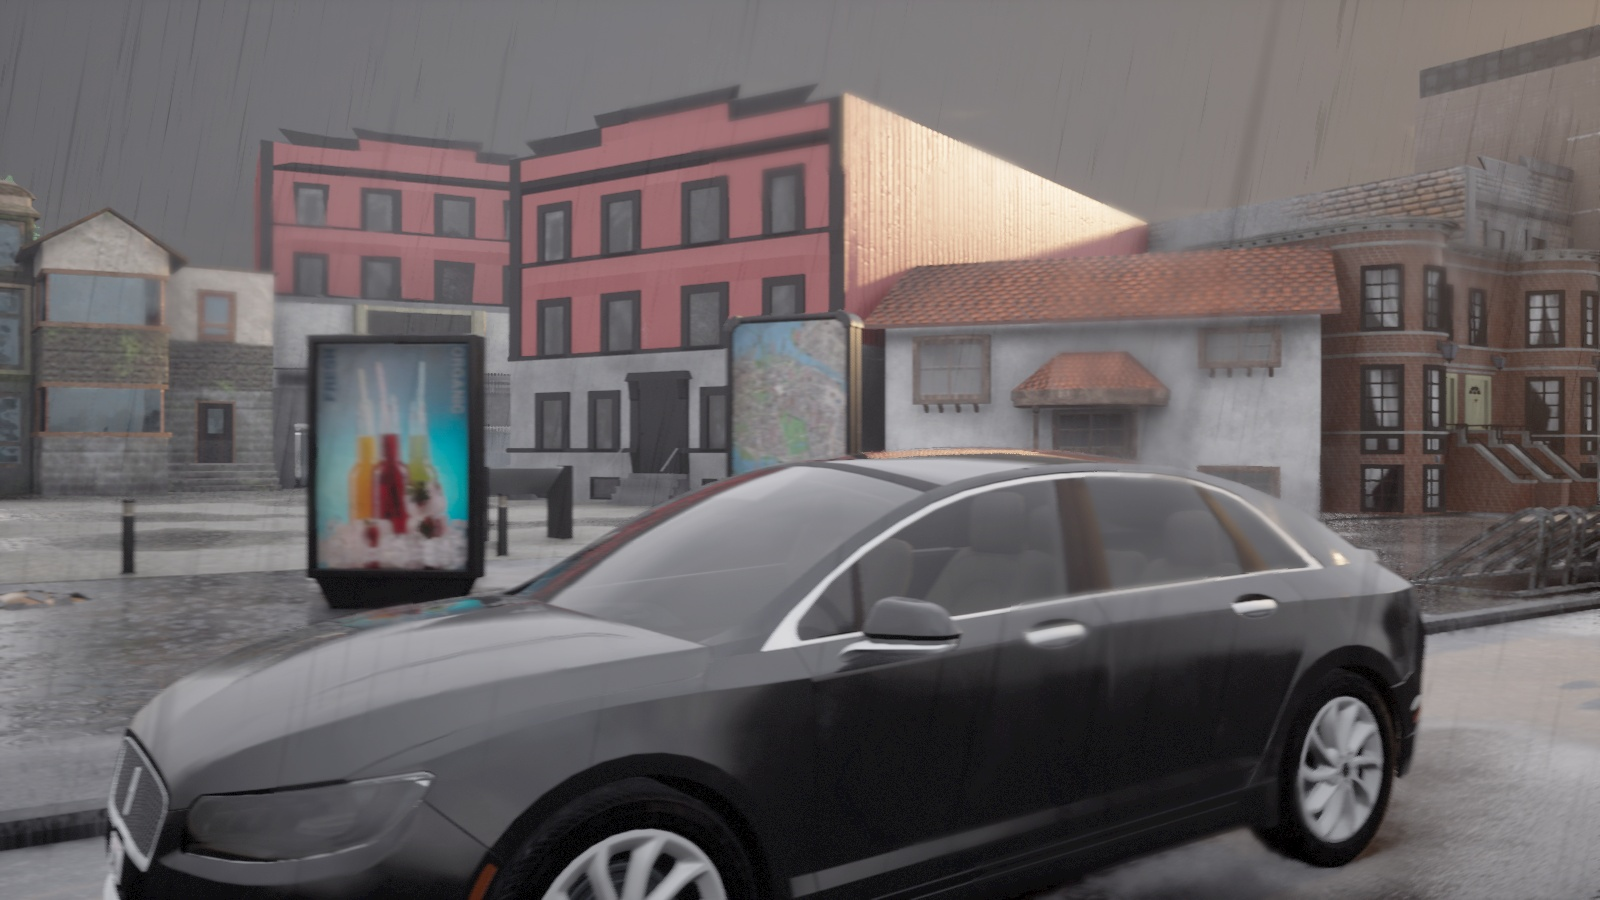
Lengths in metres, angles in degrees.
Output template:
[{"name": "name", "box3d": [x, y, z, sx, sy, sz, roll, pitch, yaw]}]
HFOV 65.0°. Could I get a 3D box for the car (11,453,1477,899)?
[{"name": "car", "box3d": [0.178, 0.760, 4.392, 4.892, 1.490, 1.837, 0, 0, -35]}]
